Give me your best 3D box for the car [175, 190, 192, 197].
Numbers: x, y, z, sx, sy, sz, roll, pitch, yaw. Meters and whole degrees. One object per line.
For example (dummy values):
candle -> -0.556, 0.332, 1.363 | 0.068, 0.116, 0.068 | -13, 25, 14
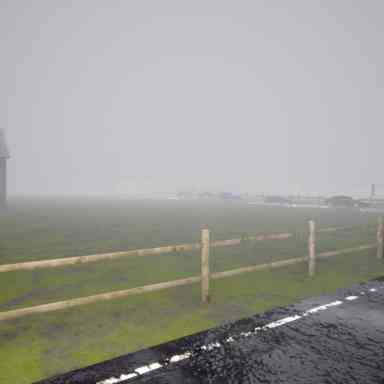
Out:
car -> -1.916, 0.362, 71.761 | 1.837, 1.490, 4.892 | 0, 1, -36

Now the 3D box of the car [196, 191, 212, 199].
car -> 2.653, 0.597, 65.423 | 1.837, 1.490, 4.892 | 0, 1, -35

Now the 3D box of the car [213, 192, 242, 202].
car -> 6.097, 0.751, 54.376 | 1.882, 1.535, 5.008 | 0, 1, -35

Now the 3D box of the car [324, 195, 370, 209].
car -> 17.717, 1.112, 38.098 | 1.882, 1.535, 5.008 | 0, 1, -36

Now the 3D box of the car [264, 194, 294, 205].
car -> 11.996, 1.020, 46.127 | 1.994, 1.385, 4.181 | 0, 1, -34
